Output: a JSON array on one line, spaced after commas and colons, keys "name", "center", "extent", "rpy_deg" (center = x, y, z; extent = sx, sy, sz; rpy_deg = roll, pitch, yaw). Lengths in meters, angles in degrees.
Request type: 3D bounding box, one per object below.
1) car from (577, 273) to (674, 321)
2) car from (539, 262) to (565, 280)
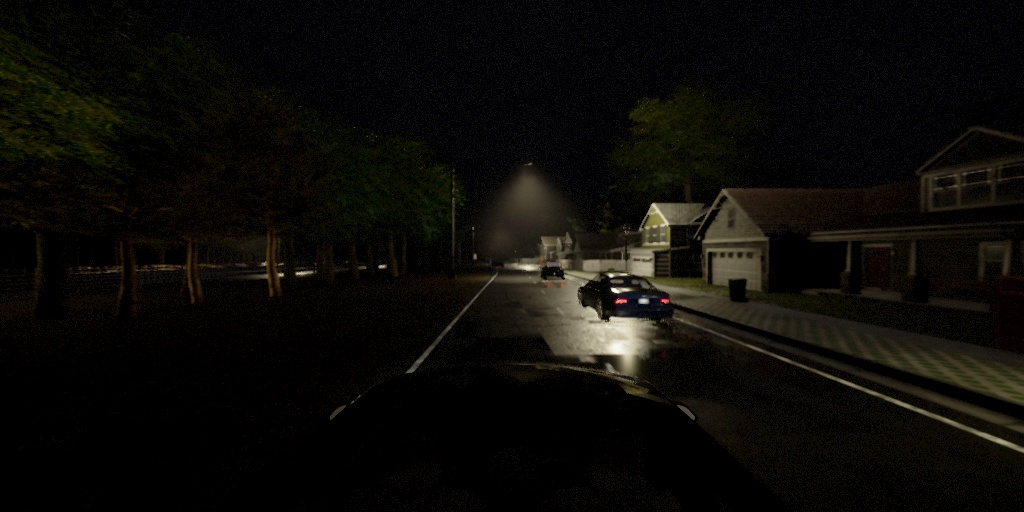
[{"name": "car", "center": [3.598, 1.293, 12.333], "extent": [2.033, 1.411, 5.357], "rpy_deg": [0, 0, 0]}, {"name": "car", "center": [3.589, 1.309, 32.559], "extent": [2.128, 1.511, 4.902], "rpy_deg": [0, 0, 0]}]
